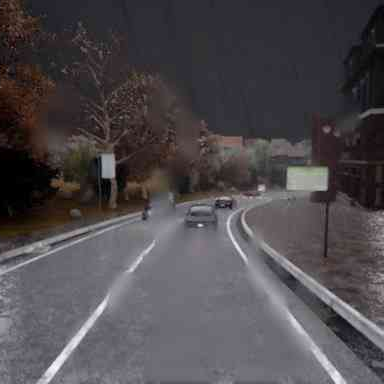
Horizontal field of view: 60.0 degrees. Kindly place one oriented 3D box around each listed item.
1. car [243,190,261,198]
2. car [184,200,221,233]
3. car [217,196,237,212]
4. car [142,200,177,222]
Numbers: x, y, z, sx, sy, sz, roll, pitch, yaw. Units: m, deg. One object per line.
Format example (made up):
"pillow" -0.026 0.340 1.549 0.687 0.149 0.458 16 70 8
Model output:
"car" 11.529 0.354 63.834 1.895 1.301 4.718 4 4 33
"car" 0.627 1.462 19.591 1.837 1.490 4.892 0 0 5
"car" 3.945 1.179 37.845 1.882 1.535 5.008 1 2 16
"car" -2.415 1.354 25.446 2.128 1.511 4.902 1 1 8
